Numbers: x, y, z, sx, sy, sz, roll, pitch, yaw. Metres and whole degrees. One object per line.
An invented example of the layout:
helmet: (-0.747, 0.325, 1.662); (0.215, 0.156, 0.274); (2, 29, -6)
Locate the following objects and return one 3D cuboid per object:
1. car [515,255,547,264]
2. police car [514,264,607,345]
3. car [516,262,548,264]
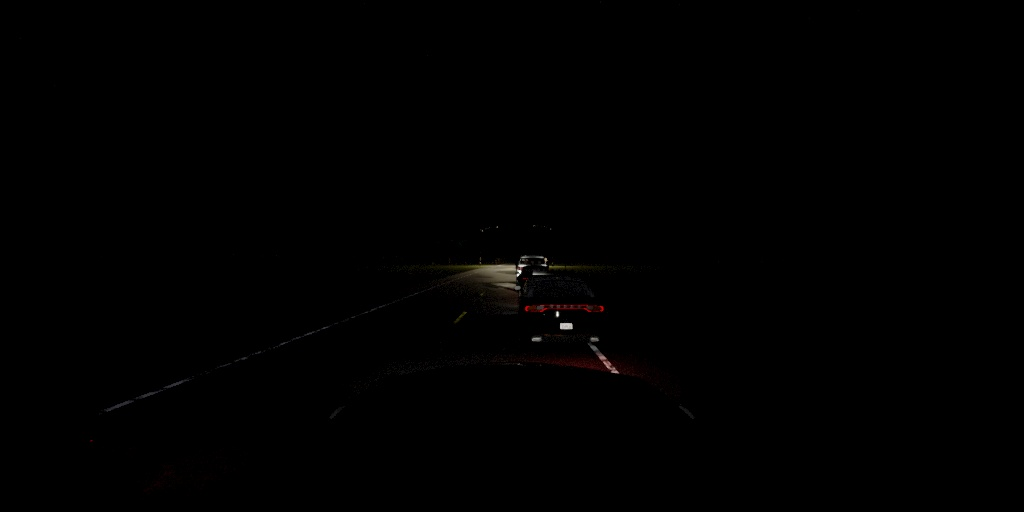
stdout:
car: (1.391, 0.968, 25.512); (2.150, 2.045, 5.566); (0, 0, 2)
police car: (1.095, 1.175, 9.642); (1.930, 1.638, 5.238); (0, 0, 1)
car: (1.247, 1.253, 19.502); (1.837, 1.490, 4.892); (0, 0, 1)
